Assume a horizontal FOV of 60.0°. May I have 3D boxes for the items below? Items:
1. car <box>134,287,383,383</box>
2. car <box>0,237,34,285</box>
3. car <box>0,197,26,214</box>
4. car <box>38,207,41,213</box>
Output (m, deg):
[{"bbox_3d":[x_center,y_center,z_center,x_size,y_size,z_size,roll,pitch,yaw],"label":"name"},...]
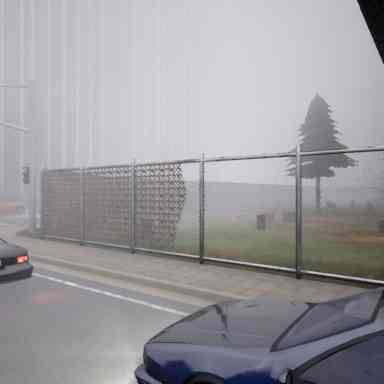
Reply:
[{"bbox_3d":[2.031,1.547,2.543,5.357,1.411,2.033,0,0,35],"label":"car"},{"bbox_3d":[-6.175,1.547,8.371,5.357,1.411,2.033,0,0,35],"label":"car"},{"bbox_3d":[-18.483,1.295,31.773,2.097,1.767,4.553,0,0,36],"label":"car"},{"bbox_3d":[-13.070,1.506,33.320,1.994,1.385,4.181,0,0,36],"label":"car"}]
